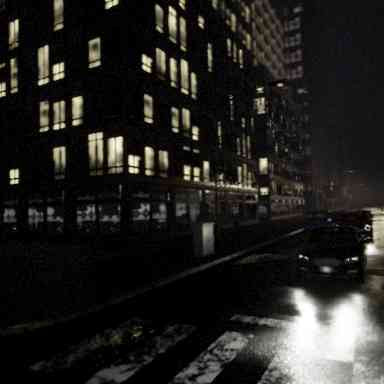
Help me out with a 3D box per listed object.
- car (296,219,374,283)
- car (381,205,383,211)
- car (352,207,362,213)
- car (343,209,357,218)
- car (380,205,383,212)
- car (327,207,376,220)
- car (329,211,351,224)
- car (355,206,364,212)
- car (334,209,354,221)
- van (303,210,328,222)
[{"bbox_3d":[4.815,1.900,11.173,2.128,1.511,4.902,-4,-3,29],"label":"car"},{"bbox_3d":[47.721,3.840,82.031,1.837,1.490,4.892,-4,-3,29],"label":"car"},{"bbox_3d":[36.355,3.992,73.246,1.802,1.307,4.206,-3,-3,29],"label":"car"},{"bbox_3d":[25.598,3.401,53.884,1.802,1.307,4.206,-3,-3,29],"label":"car"},{"bbox_3d":[42.866,3.710,73.278,1.812,1.442,4.674,-4,-3,29],"label":"car"},{"bbox_3d":[9.787,2.036,20.134,2.097,1.767,4.553,-4,-3,29],"label":"car"},{"bbox_3d":[17.529,2.940,39.364,1.947,1.339,4.313,-3,-3,29],"label":"car"},{"bbox_3d":[41.734,4.287,82.927,1.802,1.307,4.206,-3,-3,29],"label":"car"},{"bbox_3d":[20.217,3.073,44.204,2.008,1.369,4.403,-3,-3,29],"label":"car"},{"bbox_3d":[9.454,2.270,24.854,1.690,1.788,3.998,-3,-3,29],"label":"van"}]
